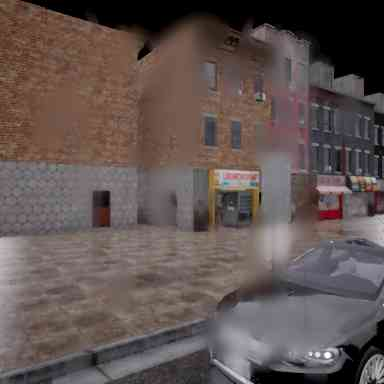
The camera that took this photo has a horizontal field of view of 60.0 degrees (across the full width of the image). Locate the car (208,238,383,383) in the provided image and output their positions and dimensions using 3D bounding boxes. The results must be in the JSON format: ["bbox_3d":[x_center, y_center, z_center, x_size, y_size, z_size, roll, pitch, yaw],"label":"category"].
[{"bbox_3d":[2.453,1.492,4.832,4.902,1.511,2.128,0,0,-36],"label":"car"}]
